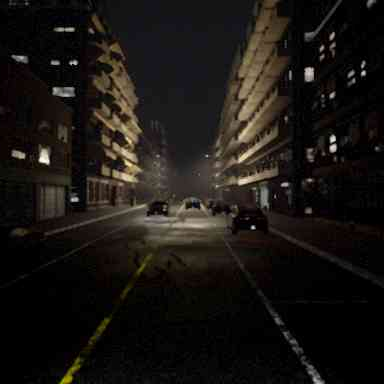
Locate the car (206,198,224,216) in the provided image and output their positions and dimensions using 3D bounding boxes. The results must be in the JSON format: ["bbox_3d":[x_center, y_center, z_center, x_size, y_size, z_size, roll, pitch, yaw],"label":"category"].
[{"bbox_3d":[2.744,1.556,31.820,2.008,1.369,4.403,1,0,0],"label":"car"}]

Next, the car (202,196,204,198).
[{"bbox_3d":[2.766,1.591,48.534,1.802,1.307,4.206,1,0,0],"label":"car"}]

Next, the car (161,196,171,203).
[{"bbox_3d":[-5.583,1.596,70.870,1.802,1.307,4.206,1,0,0],"label":"car"}]

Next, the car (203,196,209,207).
[{"bbox_3d":[2.760,1.533,43.132,1.752,1.417,4.829,1,0,0],"label":"car"}]

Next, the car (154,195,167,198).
[{"bbox_3d":[-5.606,1.577,54.156,1.947,1.339,4.313,1,0,0],"label":"car"}]

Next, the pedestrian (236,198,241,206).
[{"bbox_3d":[3.030,1.298,21.831,0.375,1.860,0.375,1,-1,-5],"label":"pedestrian"}]

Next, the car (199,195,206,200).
[{"bbox_3d":[2.835,1.545,93.273,1.752,1.417,4.829,1,0,0],"label":"car"}]

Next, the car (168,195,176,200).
[{"bbox_3d":[-5.553,1.545,92.984,1.752,1.417,4.829,1,0,0],"label":"car"}]

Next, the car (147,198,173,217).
[{"bbox_3d":[-3.063,1.531,31.020,1.812,1.442,4.674,0,0,0],"label":"car"}]

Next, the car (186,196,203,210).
[{"bbox_3d":[0.139,1.609,43.495,1.895,1.301,4.718,0,0,0],"label":"car"}]

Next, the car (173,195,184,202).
[{"bbox_3d":[-2.903,1.443,71.303,1.837,1.490,4.892,0,0,0],"label":"car"}]

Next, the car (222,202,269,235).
[{"bbox_3d":[3.026,1.509,18.872,1.837,1.490,4.892,0,0,0],"label":"car"}]

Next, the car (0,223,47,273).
[{"bbox_3d":[-5.667,1.584,9.587,1.802,1.307,4.206,1,0,0],"label":"car"}]

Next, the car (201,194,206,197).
[{"bbox_3d":[2.789,1.595,65.247,1.802,1.307,4.206,1,0,0],"label":"car"}]

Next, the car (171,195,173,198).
[{"bbox_3d":[-5.587,1.328,65.299,2.192,1.841,5.009,1,0,0],"label":"car"}]

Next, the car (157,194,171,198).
[{"bbox_3d":[-5.595,1.327,59.727,2.192,1.841,5.009,1,0,0],"label":"car"}]
